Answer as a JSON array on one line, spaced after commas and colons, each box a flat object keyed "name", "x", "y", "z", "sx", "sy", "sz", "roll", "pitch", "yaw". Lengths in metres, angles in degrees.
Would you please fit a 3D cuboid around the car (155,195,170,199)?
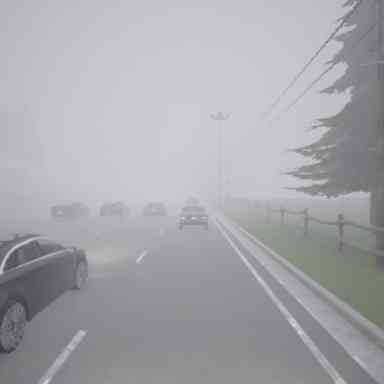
[{"name": "car", "x": -7.032, "y": 1.534, "z": 80.791, "sx": 2.033, "sy": 1.411, "sz": 5.357, "roll": 0, "pitch": 0, "yaw": 0}]

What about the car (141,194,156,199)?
[{"name": "car", "x": -10.532, "y": 1.519, "z": 81.206, "sx": 1.812, "sy": 1.442, "sz": 4.674, "roll": 0, "pitch": 0, "yaw": 0}]

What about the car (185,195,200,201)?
[{"name": "car", "x": 0.081, "y": 1.507, "z": 47.032, "sx": 1.837, "sy": 1.490, "sz": 4.892, "roll": 0, "pitch": 0, "yaw": 0}]

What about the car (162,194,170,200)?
[{"name": "car", "x": -7.035, "y": 1.389, "z": 91.211, "sx": 1.994, "sy": 1.385, "sz": 4.181, "roll": 0, "pitch": 0, "yaw": 0}]

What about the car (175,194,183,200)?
[{"name": "car", "x": -3.535, "y": 1.389, "z": 91.212, "sx": 1.994, "sy": 1.385, "sz": 4.181, "roll": 0, "pitch": 0, "yaw": 0}]

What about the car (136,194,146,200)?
[{"name": "car", "x": -14.035, "y": 1.314, "z": 91.238, "sx": 1.882, "sy": 1.535, "sz": 5.008, "roll": 0, "pitch": 0, "yaw": 0}]

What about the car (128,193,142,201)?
[{"name": "car", "x": -14.032, "y": 1.220, "z": 80.848, "sx": 2.150, "sy": 2.045, "sz": 5.566, "roll": 0, "pitch": 0, "yaw": 0}]

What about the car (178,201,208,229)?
[{"name": "car", "x": 0.090, "y": 1.548, "z": 21.675, "sx": 2.033, "sy": 1.411, "sz": 5.357, "roll": 0, "pitch": 0, "yaw": 0}]

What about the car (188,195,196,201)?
[{"name": "car", "x": -0.032, "y": 1.521, "z": 81.627, "sx": 1.812, "sy": 1.442, "sz": 4.674, "roll": 0, "pitch": 0, "yaw": 0}]

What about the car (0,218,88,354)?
[{"name": "car", "x": -3.405, "y": 1.492, "z": 6.073, "sx": 2.128, "sy": 1.511, "sz": 4.902, "roll": 0, "pitch": 0, "yaw": 0}]

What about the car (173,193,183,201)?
[{"name": "car", "x": -3.532, "y": 1.220, "z": 80.822, "sx": 2.150, "sy": 2.045, "sz": 5.566, "roll": 0, "pitch": 0, "yaw": 0}]

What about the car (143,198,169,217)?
[{"name": "car", "x": -3.413, "y": 1.565, "z": 31.480, "sx": 1.994, "sy": 1.385, "sz": 4.181, "roll": 0, "pitch": 0, "yaw": 0}]

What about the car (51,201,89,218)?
[{"name": "car", "x": -10.412, "y": 1.479, "z": 28.740, "sx": 1.882, "sy": 1.535, "sz": 5.008, "roll": 0, "pitch": 0, "yaw": 0}]

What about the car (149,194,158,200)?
[{"name": "car", "x": -10.535, "y": 1.362, "z": 91.210, "sx": 2.128, "sy": 1.511, "sz": 4.902, "roll": 0, "pitch": 0, "yaw": 0}]

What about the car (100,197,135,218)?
[{"name": "car", "x": -6.913, "y": 1.493, "z": 30.001, "sx": 2.128, "sy": 1.511, "sz": 4.902, "roll": 0, "pitch": 0, "yaw": 0}]
